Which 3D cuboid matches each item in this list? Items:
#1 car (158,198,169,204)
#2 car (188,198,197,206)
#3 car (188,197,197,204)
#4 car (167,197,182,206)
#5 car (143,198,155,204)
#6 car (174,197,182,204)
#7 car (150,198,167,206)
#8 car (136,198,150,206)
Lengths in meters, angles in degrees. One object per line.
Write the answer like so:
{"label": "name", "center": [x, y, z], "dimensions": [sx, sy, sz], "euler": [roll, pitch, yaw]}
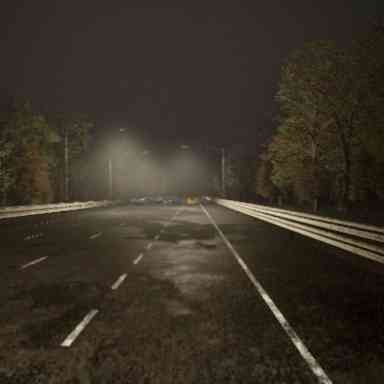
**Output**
{"label": "car", "center": [-6.832, 2.120, 79.774], "dimensions": [2.128, 1.511, 4.902], "euler": [-1, 0, 0]}
{"label": "car", "center": [0.121, 2.000, 69.322], "dimensions": [1.882, 1.535, 5.008], "euler": [-1, 0, 0]}
{"label": "car", "center": [0.168, 2.043, 79.743], "dimensions": [2.033, 1.411, 5.357], "euler": [-1, 0, 0]}
{"label": "car", "center": [-3.378, 2.108, 69.337], "dimensions": [2.033, 1.411, 5.357], "euler": [-1, 0, 0]}
{"label": "car", "center": [-10.331, 2.181, 79.789], "dimensions": [2.033, 1.411, 5.357], "euler": [-1, 0, 0]}
{"label": "car", "center": [-3.333, 2.027, 79.759], "dimensions": [1.882, 1.535, 5.008], "euler": [-1, 0, 0]}
{"label": "car", "center": [-6.878, 2.139, 69.353], "dimensions": [2.128, 1.511, 4.902], "euler": [-1, 0, 0]}
{"label": "car", "center": [-10.377, 2.200, 69.368], "dimensions": [2.033, 1.411, 5.357], "euler": [-1, 0, 0]}
